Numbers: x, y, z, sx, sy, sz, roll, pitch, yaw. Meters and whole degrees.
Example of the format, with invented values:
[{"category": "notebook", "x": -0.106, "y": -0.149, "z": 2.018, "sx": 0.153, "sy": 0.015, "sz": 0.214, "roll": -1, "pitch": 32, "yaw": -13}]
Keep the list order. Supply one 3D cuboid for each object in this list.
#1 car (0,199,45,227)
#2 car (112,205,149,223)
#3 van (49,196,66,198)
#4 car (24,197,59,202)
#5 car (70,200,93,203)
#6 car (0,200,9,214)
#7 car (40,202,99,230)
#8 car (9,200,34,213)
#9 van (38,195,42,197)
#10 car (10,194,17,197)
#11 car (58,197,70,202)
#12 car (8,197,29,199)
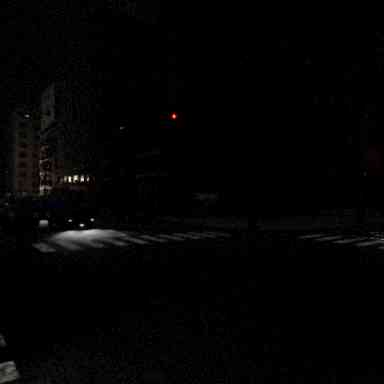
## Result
[{"category": "car", "x": -11.607, "y": 1.455, "z": 22.512, "sx": 1.967, "sy": 1.590, "sz": 4.097, "roll": 1, "pitch": -1, "yaw": -35}, {"category": "car", "x": -5.054, "y": 1.688, "z": 27.139, "sx": 1.947, "sy": 1.339, "sz": 4.313, "roll": 1, "pitch": -1, "yaw": -35}, {"category": "van", "x": -17.768, "y": 1.463, "z": 45.146, "sx": 1.690, "sy": 1.788, "sz": 3.998, "roll": 1, "pitch": -1, "yaw": -35}, {"category": "car", "x": -13.853, "y": 1.525, "z": 30.090, "sx": 1.882, "sy": 1.535, "sz": 5.008, "roll": 1, "pitch": -1, "yaw": -35}, {"category": "car", "x": -11.413, "y": 1.701, "z": 36.143, "sx": 1.802, "sy": 1.307, "sz": 4.206, "roll": 1, "pitch": -1, "yaw": -35}, {"category": "car", "x": -21.146, "y": 1.595, "z": 36.014, "sx": 1.802, "sy": 1.307, "sz": 4.206, "roll": 1, "pitch": -1, "yaw": -35}, {"category": "car", "x": -8.173, "y": 1.596, "z": 22.013, "sx": 2.033, "sy": 1.411, "sz": 5.357, "roll": 1, "pitch": -1, "yaw": -37}, {"category": "car", "x": -19.626, "y": 1.612, "z": 38.285, "sx": 1.994, "sy": 1.385, "sz": 4.181, "roll": 1, "pitch": -1, "yaw": -35}, {"category": "van", "x": -24.127, "y": 1.470, "z": 54.149, "sx": 1.690, "sy": 1.788, "sz": 3.998, "roll": 1, "pitch": -1, "yaw": -35}, {"category": "car", "x": -40.024, "y": 1.596, "z": 76.656, "sx": 1.967, "sy": 1.590, "sz": 4.097, "roll": 1, "pitch": -1, "yaw": -35}, {"category": "car", "x": -14.592, "y": 1.686, "z": 40.644, "sx": 1.947, "sy": 1.339, "sz": 4.313, "roll": 1, "pitch": -1, "yaw": -35}, {"category": "car", "x": -14.786, "y": 1.453, "z": 27.013, "sx": 1.967, "sy": 1.590, "sz": 4.097, "roll": 1, "pitch": -1, "yaw": -35}]
